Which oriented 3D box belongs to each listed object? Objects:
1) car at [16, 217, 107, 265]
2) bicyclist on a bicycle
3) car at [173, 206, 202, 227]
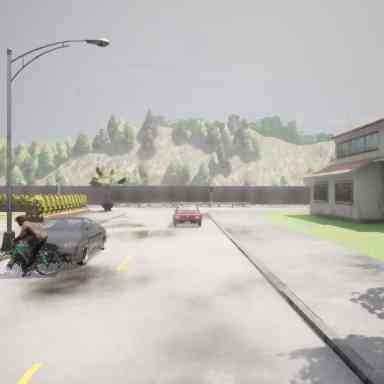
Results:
[{"bbox_3d":[-4.292,1.564,11.476,1.994,1.385,4.181,0,0,-1],"label":"car"},{"bbox_3d":[-4.321,1.455,8.780,1.656,1.620,0.582,-2,0,-2],"label":"bicyclist on a bicycle"},{"bbox_3d":[-0.319,1.601,22.903,1.895,1.301,4.718,0,0,-1],"label":"car"}]
